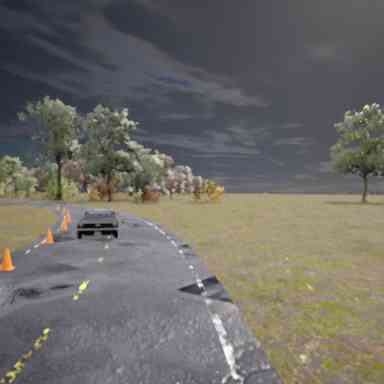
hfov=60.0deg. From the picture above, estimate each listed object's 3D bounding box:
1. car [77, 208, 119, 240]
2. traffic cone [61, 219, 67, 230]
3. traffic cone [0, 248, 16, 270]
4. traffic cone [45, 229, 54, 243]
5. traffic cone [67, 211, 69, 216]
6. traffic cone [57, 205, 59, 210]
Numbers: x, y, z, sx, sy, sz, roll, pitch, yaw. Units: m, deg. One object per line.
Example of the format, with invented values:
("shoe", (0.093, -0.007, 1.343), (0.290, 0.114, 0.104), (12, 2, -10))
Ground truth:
("car", (-4.646, 1.507, 16.729), (1.895, 1.301, 4.718), (0, 0, -14))
("traffic cone", (-7.268, 1.833, 18.958), (0.340, 0.580, 0.340), (0, 0, -16))
("traffic cone", (-5.266, 1.901, 9.489), (0.340, 0.580, 0.340), (0, 0, -8))
("traffic cone", (-6.115, 1.869, 14.256), (0.340, 0.580, 0.340), (0, 0, -12))
("traffic cone", (-8.718, 1.794, 23.578), (0.340, 0.580, 0.340), (0, 0, -19))
("traffic cone", (-14.792, 1.680, 36.751), (0.340, 0.580, 0.340), (0, 0, -30))
